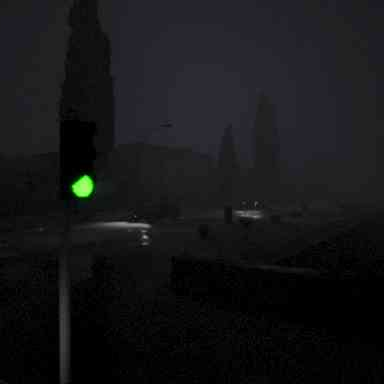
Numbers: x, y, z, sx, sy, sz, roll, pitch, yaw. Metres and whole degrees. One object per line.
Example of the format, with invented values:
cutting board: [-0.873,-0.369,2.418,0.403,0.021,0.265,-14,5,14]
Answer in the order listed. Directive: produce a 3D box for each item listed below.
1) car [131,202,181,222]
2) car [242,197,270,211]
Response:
car: [-2.890,1.595,27.233,1.837,1.490,4.892,0,0,36]
car: [8.293,1.442,42.863,2.097,1.767,4.553,0,0,36]
